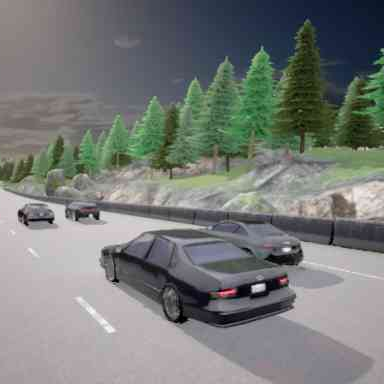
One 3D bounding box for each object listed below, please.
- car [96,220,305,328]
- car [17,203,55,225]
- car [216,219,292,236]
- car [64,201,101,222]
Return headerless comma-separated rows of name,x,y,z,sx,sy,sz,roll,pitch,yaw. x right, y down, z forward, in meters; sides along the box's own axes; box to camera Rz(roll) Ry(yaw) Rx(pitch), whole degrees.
car,-0.348,1.541,7.280,2.033,1.411,5.357,0,0,-33
car,-11.101,1.507,23.544,2.033,1.411,5.357,0,0,-33
car,1.503,1.557,10.826,1.994,1.385,4.181,0,0,-33
car,-8.716,1.466,26.282,1.837,1.490,4.892,0,0,-33
